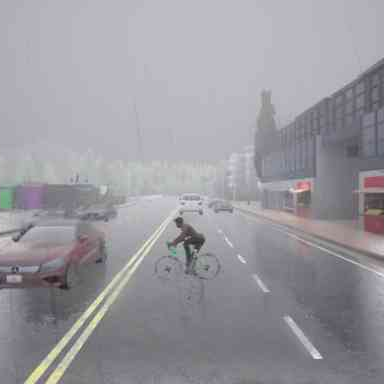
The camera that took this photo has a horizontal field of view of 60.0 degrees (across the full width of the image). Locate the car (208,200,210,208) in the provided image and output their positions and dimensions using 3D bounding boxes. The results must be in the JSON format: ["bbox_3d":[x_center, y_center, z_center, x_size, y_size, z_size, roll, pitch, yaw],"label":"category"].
[{"bbox_3d":[3.299,1.526,46.806,1.812,1.442,4.674,0,0,0],"label":"car"}]

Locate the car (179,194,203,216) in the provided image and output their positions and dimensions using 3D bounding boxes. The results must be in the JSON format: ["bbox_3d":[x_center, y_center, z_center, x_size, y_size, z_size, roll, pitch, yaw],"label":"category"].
[{"bbox_3d":[-0.077,1.221,33.074,2.150,2.045,5.566,0,0,0],"label":"car"}]

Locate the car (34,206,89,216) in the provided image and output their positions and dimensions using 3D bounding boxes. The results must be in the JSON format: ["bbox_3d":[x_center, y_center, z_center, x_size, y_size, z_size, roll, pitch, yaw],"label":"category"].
[{"bbox_3d":[-7.208,1.565,17.579,1.994,1.385,4.181,0,0,0],"label":"car"}]

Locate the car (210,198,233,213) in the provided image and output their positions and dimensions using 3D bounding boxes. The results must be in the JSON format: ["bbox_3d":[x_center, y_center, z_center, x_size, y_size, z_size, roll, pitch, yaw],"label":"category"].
[{"bbox_3d":[3.380,1.547,36.629,2.033,1.411,5.357,0,0,0],"label":"car"}]

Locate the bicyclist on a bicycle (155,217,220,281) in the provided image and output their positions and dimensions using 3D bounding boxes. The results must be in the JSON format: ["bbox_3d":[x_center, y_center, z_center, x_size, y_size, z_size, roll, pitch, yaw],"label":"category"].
[{"bbox_3d":[-0.136,1.455,8.373,1.656,1.620,0.582,-2,0,-1],"label":"bicyclist on a bicycle"}]

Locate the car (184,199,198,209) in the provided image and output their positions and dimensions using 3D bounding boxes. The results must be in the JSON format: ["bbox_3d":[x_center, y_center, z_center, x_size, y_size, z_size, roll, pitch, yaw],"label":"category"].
[{"bbox_3d":[-0.133,1.601,45.625,1.895,1.301,4.718,0,0,0],"label":"car"}]

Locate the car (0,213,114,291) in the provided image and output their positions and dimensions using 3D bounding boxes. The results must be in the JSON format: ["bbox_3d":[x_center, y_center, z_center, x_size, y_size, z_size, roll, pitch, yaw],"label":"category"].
[{"bbox_3d":[-3.664,1.526,9.166,1.812,1.442,4.674,0,0,0],"label":"car"}]

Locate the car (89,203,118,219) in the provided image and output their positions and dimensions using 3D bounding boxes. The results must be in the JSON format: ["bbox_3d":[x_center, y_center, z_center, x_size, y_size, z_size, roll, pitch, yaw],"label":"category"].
[{"bbox_3d":[-7.149,1.565,25.947,1.994,1.385,4.181,0,0,0],"label":"car"}]
